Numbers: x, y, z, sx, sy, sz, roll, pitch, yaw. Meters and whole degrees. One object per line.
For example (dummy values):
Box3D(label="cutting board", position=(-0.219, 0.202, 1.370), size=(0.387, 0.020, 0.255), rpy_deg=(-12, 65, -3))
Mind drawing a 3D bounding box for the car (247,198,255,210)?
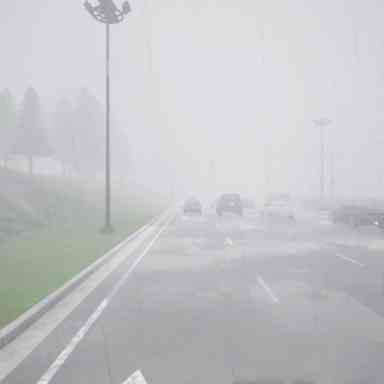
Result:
Box3D(label="car", position=(7.019, 1.456, 43.724), size=(1.882, 1.535, 5.008), rpy_deg=(0, 0, 0))

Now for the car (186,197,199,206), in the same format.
Box3D(label="car", position=(0.017, 1.520, 54.994), size=(2.033, 1.411, 5.357), rpy_deg=(0, 0, -3))

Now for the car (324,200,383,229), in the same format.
Box3D(label="car", position=(10.566, 1.495, 21.472), size=(1.837, 1.490, 4.892), rpy_deg=(0, 0, 0))

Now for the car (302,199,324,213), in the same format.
Box3D(label="car", position=(14.011, 1.529, 37.349), size=(2.033, 1.411, 5.357), rpy_deg=(0, 0, 0))

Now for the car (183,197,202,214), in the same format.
Box3D(label="car", position=(0.046, 1.530, 34.672), size=(2.033, 1.411, 5.357), rpy_deg=(0, 0, 0))

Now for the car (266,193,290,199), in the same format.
Box3D(label="car", position=(10.510, 1.192, 40.883), size=(2.150, 2.045, 5.566), rpy_deg=(0, -1, 1))

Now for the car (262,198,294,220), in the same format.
Box3D(label="car", position=(7.056, 1.512, 27.567), size=(1.812, 1.442, 4.674), rpy_deg=(0, 0, 0))

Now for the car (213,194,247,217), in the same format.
Box3D(label="car", position=(3.469, 1.201, 31.645), size=(2.150, 2.045, 5.566), rpy_deg=(0, -1, 1))

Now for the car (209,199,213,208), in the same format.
Box3D(label="car", position=(3.481, 1.503, 46.042), size=(1.812, 1.442, 4.674), rpy_deg=(0, 0, 0))
